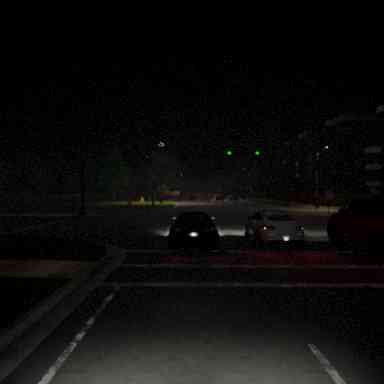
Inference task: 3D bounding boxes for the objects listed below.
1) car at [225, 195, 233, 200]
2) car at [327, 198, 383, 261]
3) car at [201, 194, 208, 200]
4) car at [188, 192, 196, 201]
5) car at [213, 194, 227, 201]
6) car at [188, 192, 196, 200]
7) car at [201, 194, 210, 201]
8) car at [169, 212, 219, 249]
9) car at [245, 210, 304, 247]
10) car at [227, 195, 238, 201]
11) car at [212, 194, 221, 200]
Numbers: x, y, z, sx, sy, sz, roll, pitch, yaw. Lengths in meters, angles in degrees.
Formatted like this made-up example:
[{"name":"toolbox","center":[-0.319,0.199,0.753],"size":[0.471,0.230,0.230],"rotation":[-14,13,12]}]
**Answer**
[{"name":"car","center":[10.458,1.505,93.920],"size":[1.895,1.301,4.718],"rotation":[0,0,0]},{"name":"car","center":[7.063,1.223,12.418],"size":[2.150,2.045,5.566],"rotation":[0,0,1]},{"name":"car","center":[3.458,1.388,93.886],"size":[1.882,1.535,5.008],"rotation":[0,0,0]},{"name":"car","center":[-0.035,1.467,83.466],"size":[1.882,1.535,5.008],"rotation":[0,0,0]},{"name":"car","center":[6.965,1.515,83.470],"size":[2.128,1.511,4.902],"rotation":[0,0,0]},{"name":"car","center":[-0.042,1.135,93.913],"size":[2.150,2.045,5.566],"rotation":[0,0,0]},{"name":"car","center":[3.464,1.345,83.855],"size":[2.097,1.767,4.553],"rotation":[0,0,0]},{"name":"car","center":[0.072,1.562,14.452],"size":[1.994,1.385,4.181],"rotation":[0,0,0]},{"name":"car","center":[3.573,1.524,14.898],"size":[1.812,1.442,4.674],"rotation":[0,0,0]},{"name":"car","center":[10.464,1.585,83.919],"size":[1.895,1.301,4.718],"rotation":[0,0,0]},{"name":"car","center":[6.958,1.435,93.888],"size":[2.128,1.511,4.902],"rotation":[0,0,0]}]
